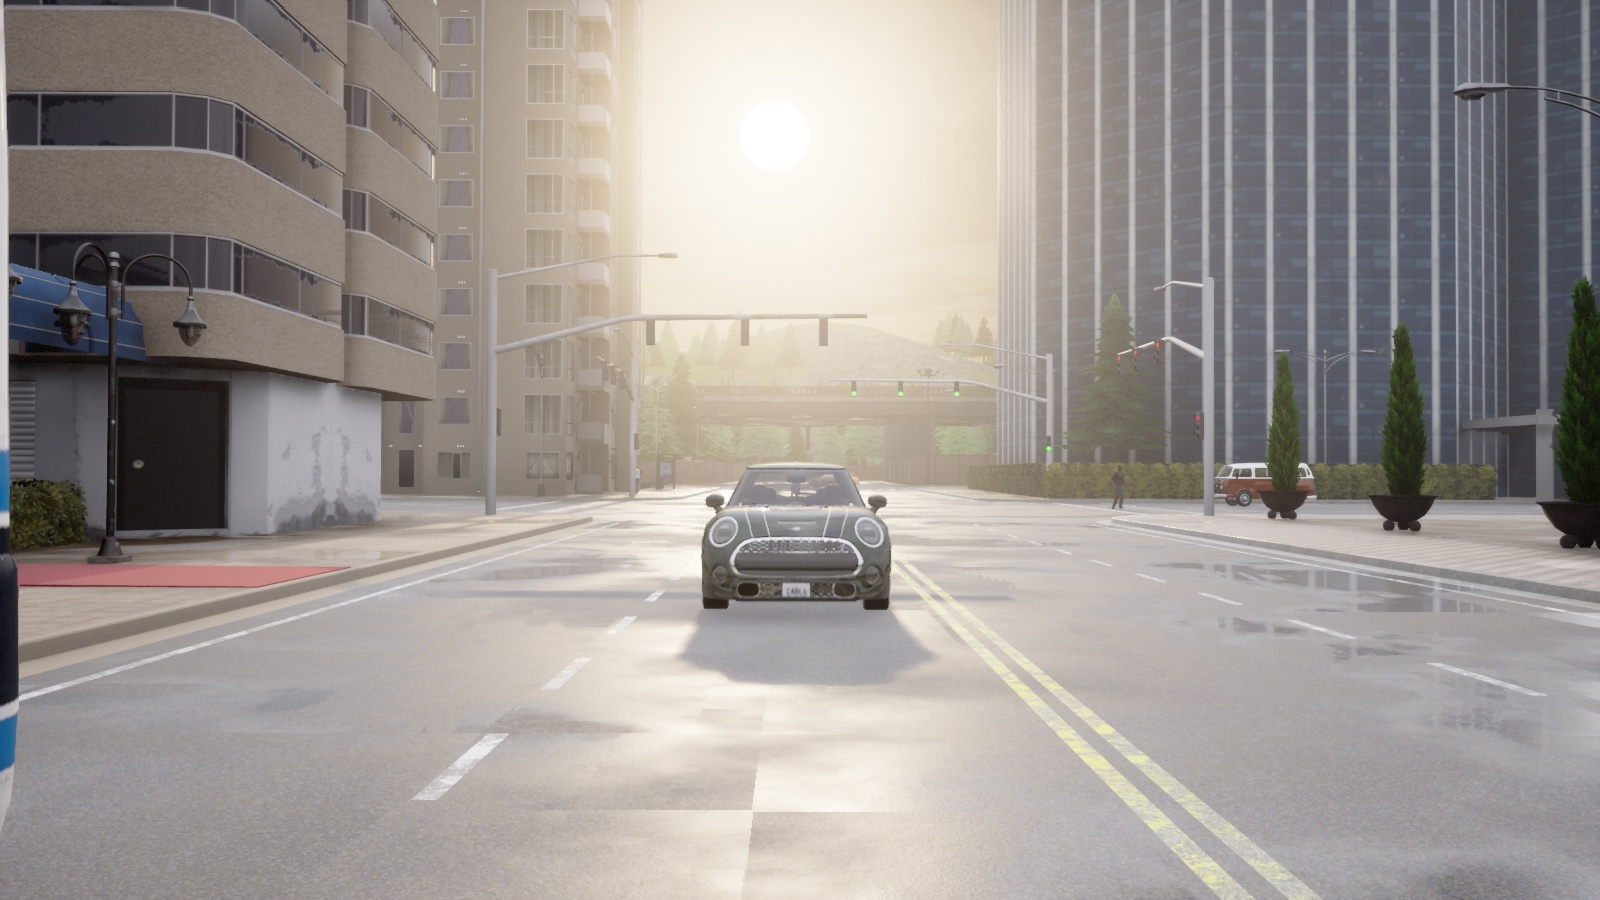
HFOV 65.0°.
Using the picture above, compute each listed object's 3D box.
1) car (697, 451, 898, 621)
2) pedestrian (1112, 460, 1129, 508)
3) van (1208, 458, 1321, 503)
[{"bbox_3d":[-0.040,0.931,15.395,2.097,1.767,4.553,0,-1,0],"label":"car"},{"bbox_3d":[13.232,1.402,51.909,0.402,1.930,0.666,0,-1,-13],"label":"pedestrian"},{"bbox_3d":[21.638,1.433,58.627,4.480,2.038,2.069,0,-1,-1],"label":"van"}]
